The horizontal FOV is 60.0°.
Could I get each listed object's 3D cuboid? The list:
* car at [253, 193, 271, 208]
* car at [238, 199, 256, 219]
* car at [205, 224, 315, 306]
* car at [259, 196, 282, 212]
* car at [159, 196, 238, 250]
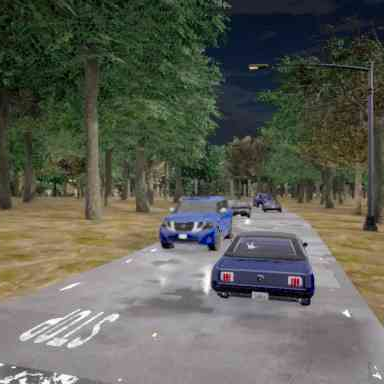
[{"bbox_3d":[10.123,1.143,47.725,2.150,2.045,5.566,0,0,3],"label":"car"},{"bbox_3d":[4.436,1.545,30.026,2.033,1.411,5.357,0,0,12],"label":"car"},{"bbox_3d":[1.858,1.603,8.168,1.895,1.301,4.718,0,0,16],"label":"car"},{"bbox_3d":[9.019,1.536,37.776,1.994,1.385,4.181,0,0,8],"label":"car"},{"bbox_3d":[0.422,1.228,14.474,2.150,2.045,5.566,0,0,16],"label":"car"}]
